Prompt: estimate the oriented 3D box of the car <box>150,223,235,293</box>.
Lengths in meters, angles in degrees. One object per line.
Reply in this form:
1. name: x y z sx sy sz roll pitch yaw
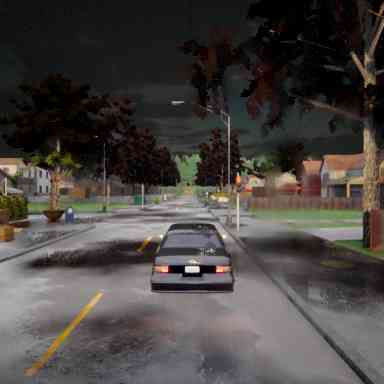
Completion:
1. car: 0.017 1.547 8.962 2.033 1.411 5.357 0 0 0
